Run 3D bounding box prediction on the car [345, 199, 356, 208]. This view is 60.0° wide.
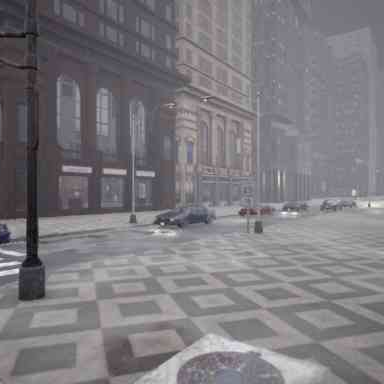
[{"bbox_3d":[23.722,1.705,50.780,2.033,1.411,5.357,0,0,36],"label":"car"}]

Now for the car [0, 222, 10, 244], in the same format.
[{"bbox_3d":[-9.133,1.545,11.859,4.674,1.442,1.812,0,0,-41],"label":"car"}]

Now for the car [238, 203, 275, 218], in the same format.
[{"bbox_3d":[6.206,1.697,31.817,1.895,1.301,4.718,0,0,36],"label":"car"}]

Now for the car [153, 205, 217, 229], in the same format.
[{"bbox_3d":[-0.287,1.611,22.761,2.033,1.411,5.357,0,0,36],"label":"car"}]

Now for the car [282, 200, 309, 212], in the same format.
[{"bbox_3d":[12.924,1.675,41.120,2.033,1.411,5.357,0,0,36],"label":"car"}]

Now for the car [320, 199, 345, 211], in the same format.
[{"bbox_3d":[17.815,1.658,42.538,1.812,1.442,4.674,0,0,36],"label":"car"}]
